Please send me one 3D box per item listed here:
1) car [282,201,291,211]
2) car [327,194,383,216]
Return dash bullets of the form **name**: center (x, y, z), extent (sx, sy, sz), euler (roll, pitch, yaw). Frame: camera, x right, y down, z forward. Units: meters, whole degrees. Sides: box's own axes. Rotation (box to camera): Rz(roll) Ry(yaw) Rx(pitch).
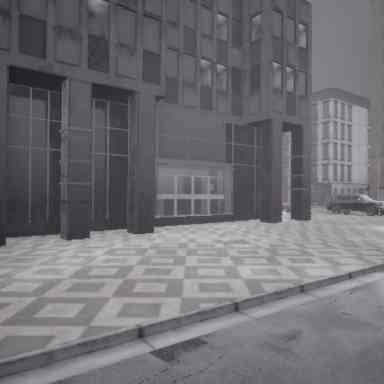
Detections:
- **car**: center (9.964, 1.498, 39.999), extent (1.812, 1.442, 4.674), euler (1, 0, -36)
- **car**: center (15.793, 1.190, 31.880), extent (2.150, 2.045, 5.566), euler (1, -1, -36)
